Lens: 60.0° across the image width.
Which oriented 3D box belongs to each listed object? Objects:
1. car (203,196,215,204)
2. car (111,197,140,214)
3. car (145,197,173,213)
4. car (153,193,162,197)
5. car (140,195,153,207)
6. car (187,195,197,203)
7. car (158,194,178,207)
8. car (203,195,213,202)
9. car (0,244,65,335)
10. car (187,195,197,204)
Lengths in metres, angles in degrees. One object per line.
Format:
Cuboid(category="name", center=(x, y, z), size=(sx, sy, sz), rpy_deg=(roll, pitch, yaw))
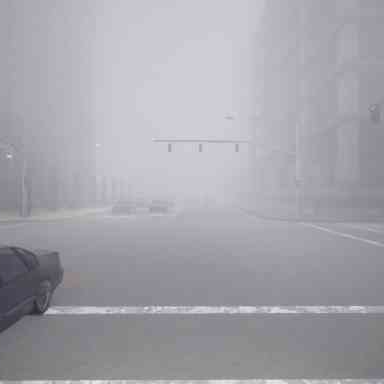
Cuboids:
Cuboid(category="car", center=(3.510, 1.491, 64.620), size=(2.128, 1.511, 4.902), rpy_deg=(0, 0, 0))
Cuboid(category="car", center=(-7.095, 1.505, 34.913), size=(1.837, 1.490, 4.892), rpy_deg=(0, 0, 0))
Cuboid(category="car", center=(-3.595, 1.547, 37.082), size=(2.033, 1.411, 5.357), rpy_deg=(0, 0, 0))
Cuboid(category="car", center=(-7.001, 1.226, 67.441), size=(2.150, 2.045, 5.566), rpy_deg=(0, 0, 0))
Cuboid(category="car", center=(-7.090, 1.506, 47.301), size=(1.837, 1.490, 4.892), rpy_deg=(0, 0, 0))
Cuboid(category="car", center=(0.011, 1.508, 73.696), size=(2.128, 1.511, 4.902), rpy_deg=(0, 0, 0))
Cuboid(category="car", center=(-3.588, 1.477, 50.208), size=(1.882, 1.535, 5.008), rpy_deg=(0, 0, 0))
Cuboid(category="car", center=(3.511, 1.507, 73.695), size=(1.812, 1.442, 4.674), rpy_deg=(0, 0, 0))
Cuboid(category="car", center=(-3.600, 1.537, 4.763), size=(2.033, 1.411, 5.357), rpy_deg=(0, 0, 0))
Cuboid(category="car", center=(0.009, 1.491, 64.309), size=(2.128, 1.511, 4.902), rpy_deg=(0, 0, 0))
